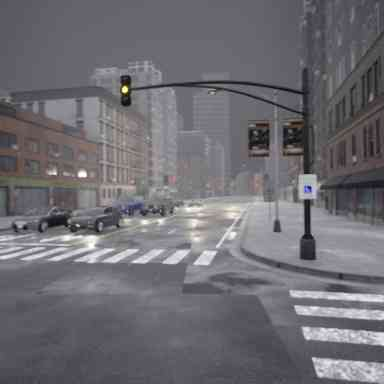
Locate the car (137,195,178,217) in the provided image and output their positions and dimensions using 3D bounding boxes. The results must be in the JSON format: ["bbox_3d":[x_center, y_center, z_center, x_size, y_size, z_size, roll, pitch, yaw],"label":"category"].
[{"bbox_3d":[-3.389,1.378,34.105,2.150,2.045,5.566,-1,0,11],"label":"car"}]

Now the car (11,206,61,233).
[{"bbox_3d":[-9.268,1.670,21.036,2.128,1.511,4.902,-1,0,8],"label":"car"}]

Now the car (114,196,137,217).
[{"bbox_3d":[-6.607,1.418,34.590,2.150,2.045,5.566,-1,0,11],"label":"car"}]

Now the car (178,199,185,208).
[{"bbox_3d":[-2.540,1.806,55.065,2.033,1.411,5.357,-1,0,11],"label":"car"}]

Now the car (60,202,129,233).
[{"bbox_3d":[-5.924,1.641,20.992,1.837,1.490,4.892,-1,0,11],"label":"car"}]

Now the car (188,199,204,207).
[{"bbox_3d":[0.627,1.816,54.327,1.895,1.301,4.718,-1,0,11],"label":"car"}]
